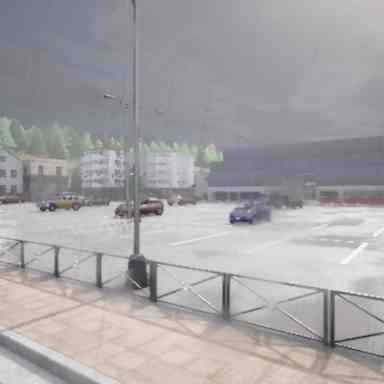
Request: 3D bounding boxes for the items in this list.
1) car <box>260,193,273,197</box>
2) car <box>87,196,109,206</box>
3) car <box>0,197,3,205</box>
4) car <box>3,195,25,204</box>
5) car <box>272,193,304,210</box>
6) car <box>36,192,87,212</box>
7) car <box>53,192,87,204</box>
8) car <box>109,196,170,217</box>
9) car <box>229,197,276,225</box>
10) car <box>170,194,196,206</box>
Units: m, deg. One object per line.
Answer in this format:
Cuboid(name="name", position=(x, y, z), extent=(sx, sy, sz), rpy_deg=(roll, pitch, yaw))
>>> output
Cuboid(name="car", position=(8.968, 1.088, 40.632), extent=(1.905, 1.878, 3.866), rpy_deg=(0, 0, 35))
Cuboid(name="car", position=(-13.981, 1.324, 47.771), extent=(2.007, 1.523, 4.514), rpy_deg=(0, 0, 35))
Cuboid(name="car", position=(-18.917, 1.383, 28.634), extent=(1.970, 1.475, 3.806), rpy_deg=(0, 0, 35))
Cuboid(name="car", position=(-31.082, 1.325, 56.364), extent=(1.882, 1.535, 5.008), rpy_deg=(0, 0, 35))
Cuboid(name="car", position=(11.581, 1.106, 39.297), extent=(1.932, 1.855, 4.605), rpy_deg=(0, 0, 35))
Cuboid(name="car", position=(-14.068, 1.119, 35.589), extent=(1.932, 1.855, 4.605), rpy_deg=(0, 0, 35))
Cuboid(name="car", position=(-22.712, 1.066, 62.129), extent=(2.150, 2.045, 5.566), rpy_deg=(0, 0, 35))
Cuboid(name="car", position=(-4.291, 1.311, 27.837), extent=(2.007, 1.523, 4.514), rpy_deg=(0, 0, 35))
Cuboid(name="car", position=(3.856, 1.326, 22.050), extent=(1.845, 1.501, 3.633), rpy_deg=(0, 0, 35))
Cuboid(name="car", position=(-1.495, 1.173, 47.997), extent=(2.152, 1.636, 5.027), rpy_deg=(0, 0, 35))
